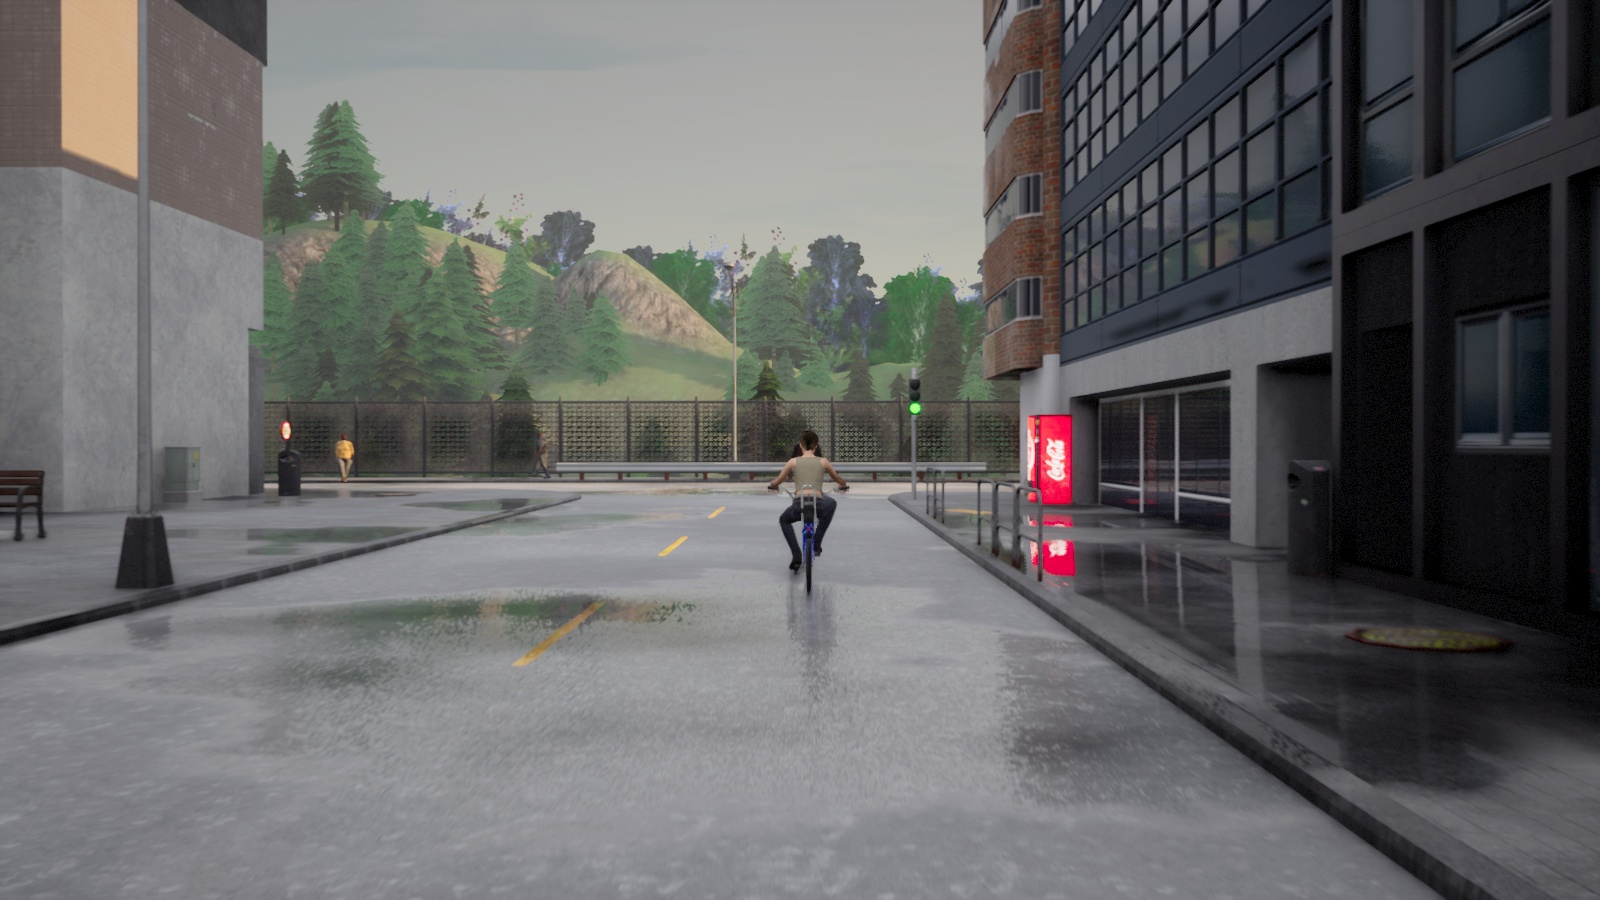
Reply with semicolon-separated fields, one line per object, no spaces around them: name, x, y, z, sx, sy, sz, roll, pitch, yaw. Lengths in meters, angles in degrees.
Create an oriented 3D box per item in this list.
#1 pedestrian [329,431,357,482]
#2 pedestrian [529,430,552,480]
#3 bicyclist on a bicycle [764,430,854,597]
pedestrian;-16.865;0.222;46.361;0.874;1.855;0.900;0;0;-13
pedestrian;-9.893;0.179;47.875;0.849;1.883;0.563;0;0;-8
bicyclist on a bicycle;0.088;0.610;12.901;0.866;1.612;1.509;0;0;0
